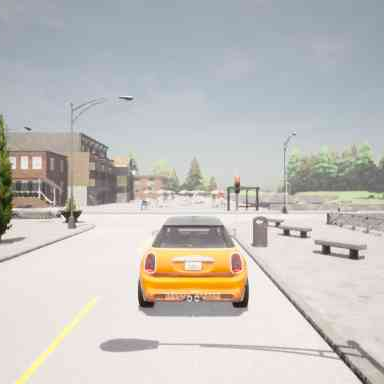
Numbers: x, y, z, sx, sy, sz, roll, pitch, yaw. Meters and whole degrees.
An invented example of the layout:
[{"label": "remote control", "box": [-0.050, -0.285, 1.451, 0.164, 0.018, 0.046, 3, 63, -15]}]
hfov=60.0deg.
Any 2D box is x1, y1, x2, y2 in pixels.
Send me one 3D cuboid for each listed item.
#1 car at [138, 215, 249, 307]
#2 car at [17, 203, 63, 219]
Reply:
[{"label": "car", "box": [0.043, 1.352, 8.119, 2.097, 1.767, 4.553, 0, 0, 1]}, {"label": "car", "box": [-13.094, 1.601, 28.062, 4.718, 1.301, 1.895, 0, 0, 0]}]
